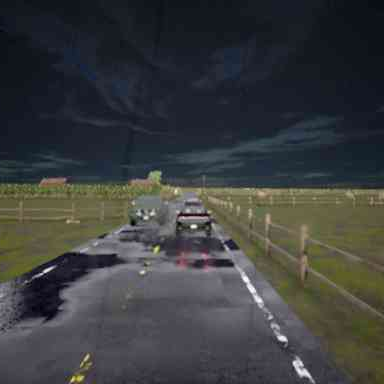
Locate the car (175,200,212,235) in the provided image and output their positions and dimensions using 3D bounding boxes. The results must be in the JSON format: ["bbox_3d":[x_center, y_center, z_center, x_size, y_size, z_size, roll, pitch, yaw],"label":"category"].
[{"bbox_3d":[0.085,1.458,18.561,2.128,1.511,4.902,0,0,0],"label":"car"}]

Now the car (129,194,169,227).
[{"bbox_3d":[-2.757,1.184,22.650,2.150,2.045,5.566,0,0,0],"label":"car"}]

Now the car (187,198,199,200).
[{"bbox_3d":[0.086,1.402,38.817,1.882,1.535,5.008,0,0,0],"label":"car"}]
